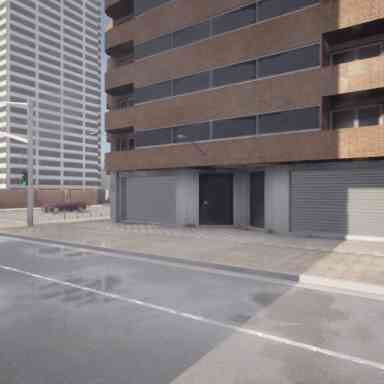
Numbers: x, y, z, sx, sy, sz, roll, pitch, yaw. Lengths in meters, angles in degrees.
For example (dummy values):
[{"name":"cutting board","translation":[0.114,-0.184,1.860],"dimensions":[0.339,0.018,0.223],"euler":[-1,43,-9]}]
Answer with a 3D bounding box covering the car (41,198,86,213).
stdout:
[{"name":"car","translation":[-14.137,1.478,36.903],"dimensions":[1.882,1.535,5.008],"euler":[0,0,35]}]
